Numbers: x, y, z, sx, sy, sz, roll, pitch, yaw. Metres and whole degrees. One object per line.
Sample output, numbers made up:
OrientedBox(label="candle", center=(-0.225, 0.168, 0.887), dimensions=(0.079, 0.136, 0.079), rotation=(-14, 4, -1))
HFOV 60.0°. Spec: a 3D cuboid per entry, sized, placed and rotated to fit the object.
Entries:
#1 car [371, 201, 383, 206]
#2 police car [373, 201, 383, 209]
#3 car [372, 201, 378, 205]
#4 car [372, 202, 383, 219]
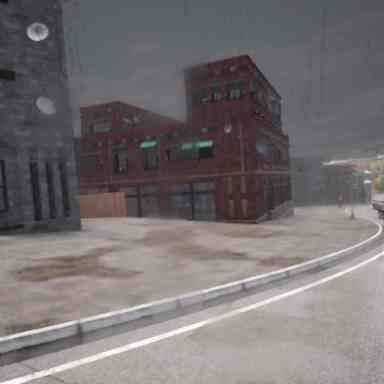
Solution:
OrientedBox(label="car", center=(45.637, 2.846, 81.975), dimensions=(1.895, 1.301, 4.718), rotation=(-2, -2, 36))
OrientedBox(label="police car", center=(37.575, 2.592, 66.856), dimensions=(1.930, 1.638, 5.238), rotation=(-3, -2, 27))
OrientedBox(label="car", center=(34.977, 2.599, 61.445), dimensions=(1.812, 1.442, 4.674), rotation=(-3, -2, 24))
OrientedBox(label="car", center=(20.979, 2.121, 35.044), dimensions=(2.128, 1.511, 4.902), rotation=(-3, -3, 19))
